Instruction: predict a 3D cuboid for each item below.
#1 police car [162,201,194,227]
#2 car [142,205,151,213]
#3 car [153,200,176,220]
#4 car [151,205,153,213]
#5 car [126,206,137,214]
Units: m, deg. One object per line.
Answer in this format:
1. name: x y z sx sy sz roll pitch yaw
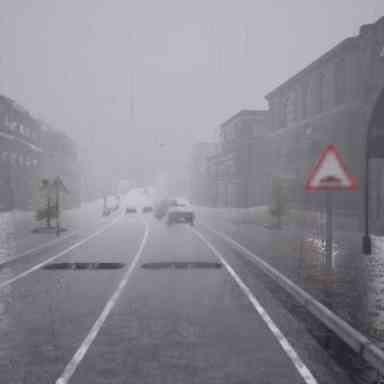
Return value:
1. police car: -1.060 1.781 25.989 1.930 1.638 5.238 0 -1 -8
2. car: -8.080 3.051 61.196 1.882 1.535 5.008 0 -1 -10
3. car: -2.669 1.916 35.885 2.150 2.045 5.566 0 -2 -10
4. car: -3.713 2.432 41.773 1.882 1.535 5.008 0 -3 -10
5. car: -10.569 3.142 57.845 1.895 1.301 4.718 0 -1 -10
